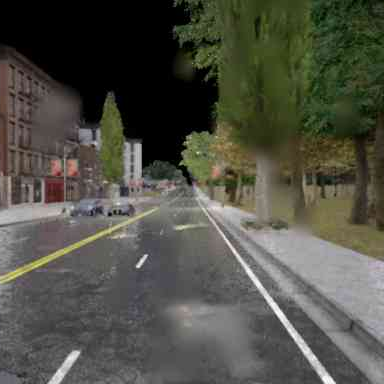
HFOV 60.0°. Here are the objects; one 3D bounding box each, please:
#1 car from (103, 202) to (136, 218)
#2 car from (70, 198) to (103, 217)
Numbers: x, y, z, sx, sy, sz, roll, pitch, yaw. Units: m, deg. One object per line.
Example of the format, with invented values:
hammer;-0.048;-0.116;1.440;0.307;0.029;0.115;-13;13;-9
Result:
car;-6.534;1.616;31.169;1.994;1.385;4.181;0;0;0
car;-9.784;1.404;31.296;2.097;1.767;4.553;0;0;0
